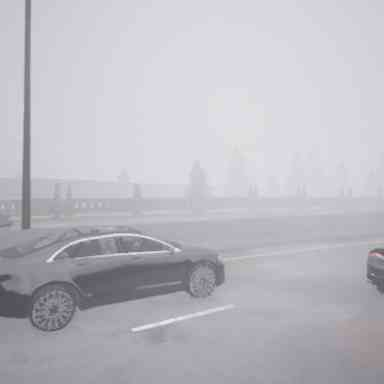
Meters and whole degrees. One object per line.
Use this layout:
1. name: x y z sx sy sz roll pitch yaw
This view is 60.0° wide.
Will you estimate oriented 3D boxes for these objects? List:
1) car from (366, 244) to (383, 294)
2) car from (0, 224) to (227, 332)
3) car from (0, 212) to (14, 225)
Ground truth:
1. car: 5.803 1.444 7.099 4.902 1.511 2.128 0 0 -30
2. car: -1.503 1.449 6.741 4.902 1.511 2.128 0 0 -33
3. car: -12.064 1.442 16.766 5.357 1.411 2.033 0 0 -35
